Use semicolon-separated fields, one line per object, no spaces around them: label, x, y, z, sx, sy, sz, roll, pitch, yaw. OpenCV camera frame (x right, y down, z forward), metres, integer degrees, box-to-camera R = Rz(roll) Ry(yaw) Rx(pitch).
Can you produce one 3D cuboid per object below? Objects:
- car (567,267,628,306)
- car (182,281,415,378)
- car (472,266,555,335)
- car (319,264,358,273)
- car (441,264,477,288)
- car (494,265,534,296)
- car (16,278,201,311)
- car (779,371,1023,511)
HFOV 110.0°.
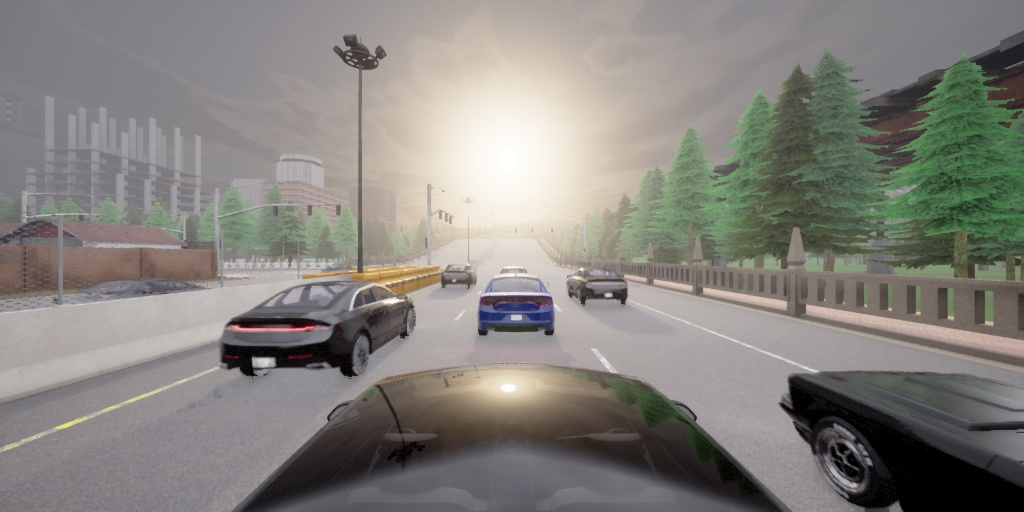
car;3.605;1.241;15.798;2.128;1.511;4.902;0;0;0
car;-3.400;1.242;7.333;2.128;1.511;4.902;0;0;0
car;0.100;1.228;10.497;1.882;1.535;5.008;0;0;0
car;-13.996;1.315;29.327;1.994;1.385;4.181;0;0;0
car;-3.394;1.241;23.527;2.128;1.511;4.902;0;0;0
car;0.106;1.297;20.568;2.033;1.411;5.357;0;0;0
car;-10.595;1.314;9.968;1.994;1.385;4.181;0;0;0
car;3.598;1.350;1.413;1.895;1.301;4.718;0;0;0
